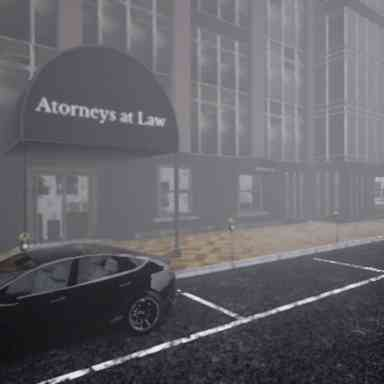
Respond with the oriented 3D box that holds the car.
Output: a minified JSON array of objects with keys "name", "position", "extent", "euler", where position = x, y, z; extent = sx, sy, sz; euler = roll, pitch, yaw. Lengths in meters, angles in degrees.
[{"name":"car","position":[-2.249,1.560,5.131],"extent":[4.313,1.339,1.947],"euler":[0,0,-35]}]
